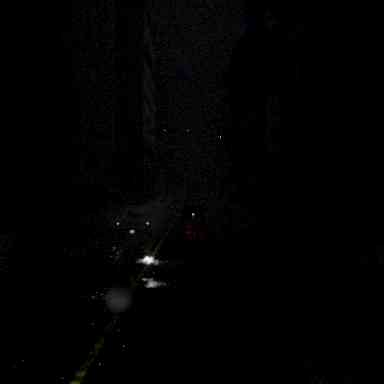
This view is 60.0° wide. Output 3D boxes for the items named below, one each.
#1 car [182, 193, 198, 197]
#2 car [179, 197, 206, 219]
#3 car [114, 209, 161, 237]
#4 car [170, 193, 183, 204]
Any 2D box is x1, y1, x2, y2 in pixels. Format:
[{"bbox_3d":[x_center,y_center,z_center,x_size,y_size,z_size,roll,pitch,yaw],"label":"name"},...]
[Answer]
[{"bbox_3d":[0.093,1.294,41.537,2.097,1.767,4.553,0,0,0],"label":"car"},{"bbox_3d":[0.095,1.485,28.541,1.837,1.490,4.892,0,0,0],"label":"car"},{"bbox_3d":[-2.853,1.598,18.139,1.895,1.301,4.718,0,0,0],"label":"car"},{"bbox_3d":[-2.802,1.434,59.512,1.994,1.385,4.181,0,0,0],"label":"car"}]
